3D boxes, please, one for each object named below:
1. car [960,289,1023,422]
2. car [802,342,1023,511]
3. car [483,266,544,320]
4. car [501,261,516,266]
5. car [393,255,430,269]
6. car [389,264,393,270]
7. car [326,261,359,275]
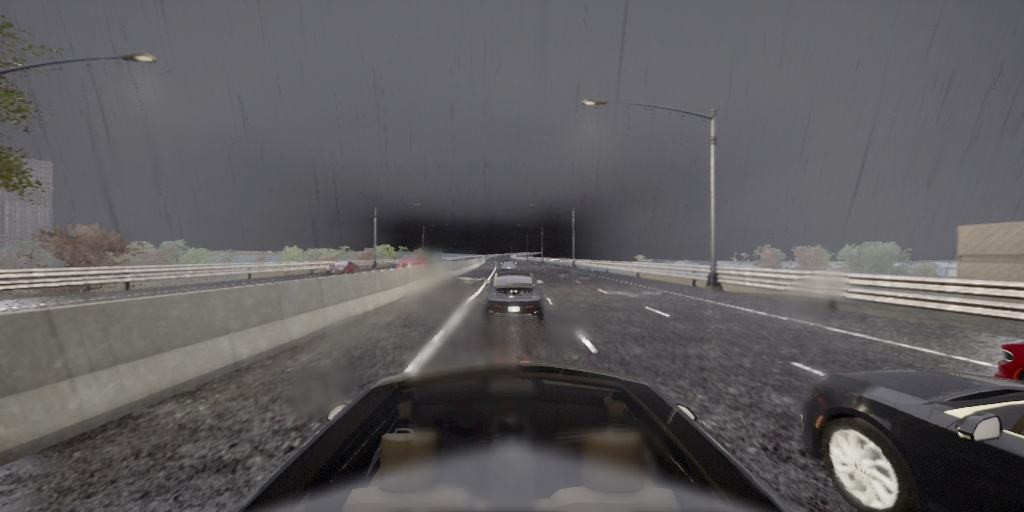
[{"bbox_3d":[7.091,1.226,2.422,1.882,1.535,5.008,0,0,0],"label":"car"},{"bbox_3d":[3.593,1.254,1.297,1.837,1.490,4.892,0,0,0],"label":"car"},{"bbox_3d":[0.055,1.254,12.557,1.837,1.490,4.892,0,0,0],"label":"car"},{"bbox_3d":[-0.410,1.300,43.318,1.994,1.385,4.181,0,0,-1],"label":"car"},{"bbox_3d":[-11.024,0.962,39.848,2.150,2.045,5.566,0,0,-1],"label":"car"},{"bbox_3d":[-14.704,1.282,47.822,2.033,1.411,5.357,0,0,-1],"label":"car"},{"bbox_3d":[-17.993,1.269,38.365,1.812,1.442,4.674,0,0,-1],"label":"car"}]
